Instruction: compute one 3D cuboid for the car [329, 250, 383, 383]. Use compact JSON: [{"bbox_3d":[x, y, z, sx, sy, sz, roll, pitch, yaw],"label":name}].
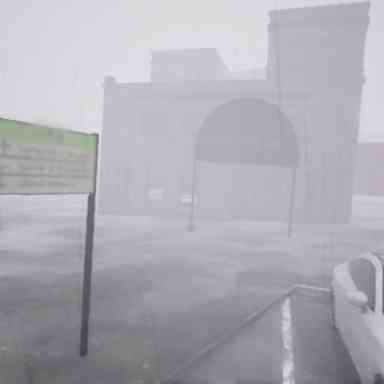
[{"bbox_3d":[2.804,1.511,3.934,2.002,1.452,4.674,1,-1,15],"label":"car"}]
